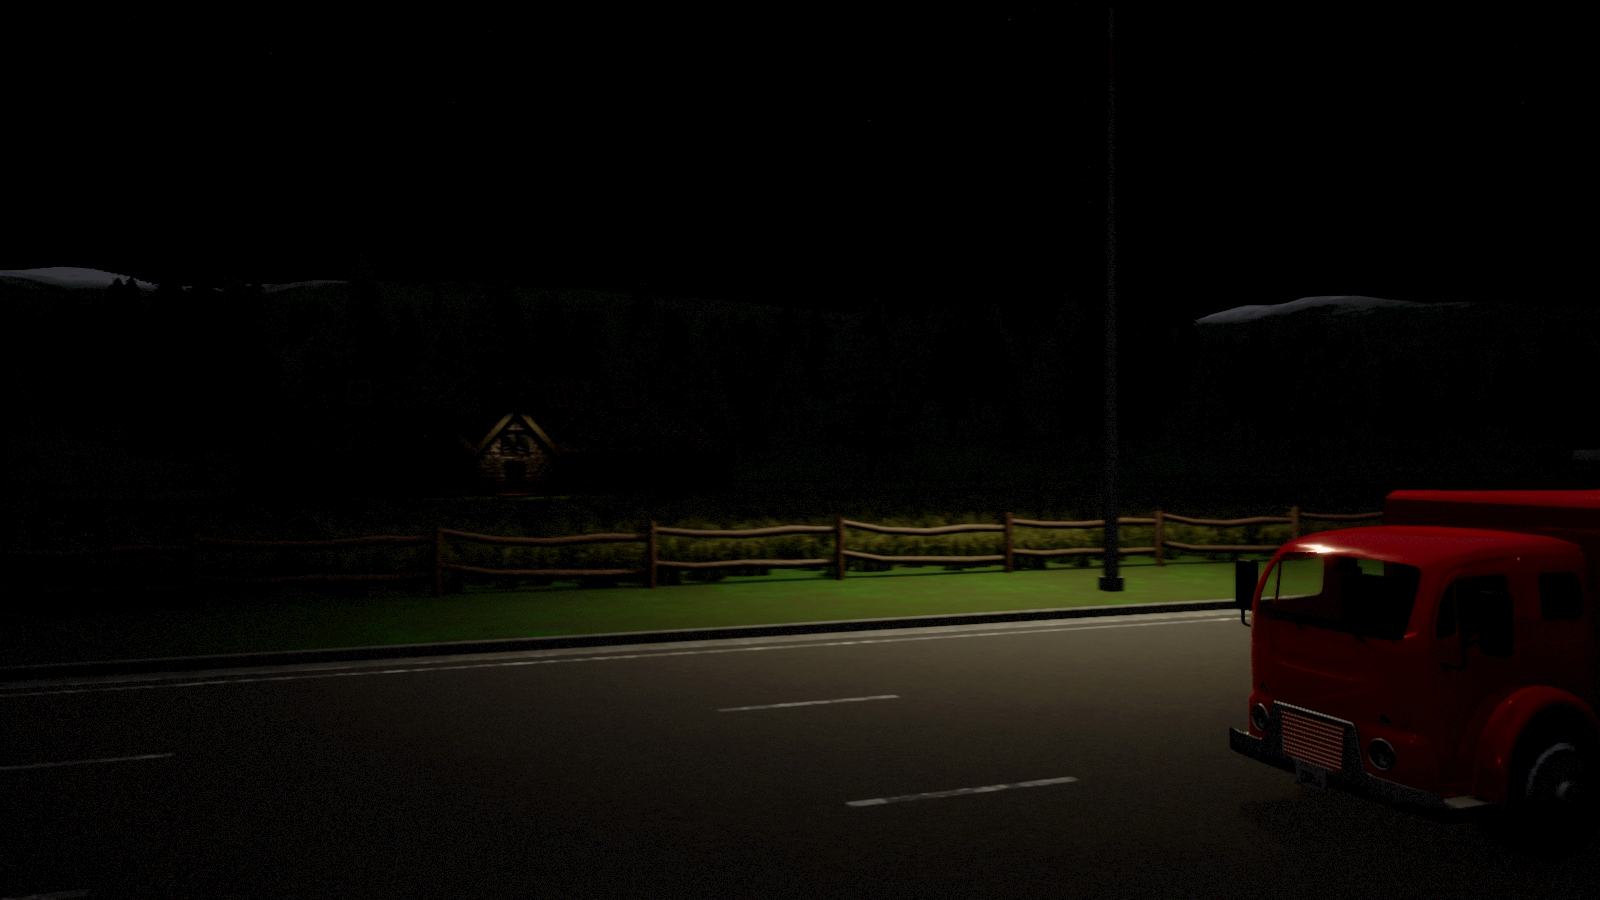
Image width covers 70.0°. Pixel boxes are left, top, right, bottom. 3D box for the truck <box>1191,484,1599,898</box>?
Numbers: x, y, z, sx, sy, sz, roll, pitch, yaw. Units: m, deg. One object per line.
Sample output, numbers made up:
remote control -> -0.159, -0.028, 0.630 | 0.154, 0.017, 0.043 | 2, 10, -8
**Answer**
truck -> 6.190, 1.567, 9.276 | 5.204, 2.467, 2.627 | 0, 0, -20
